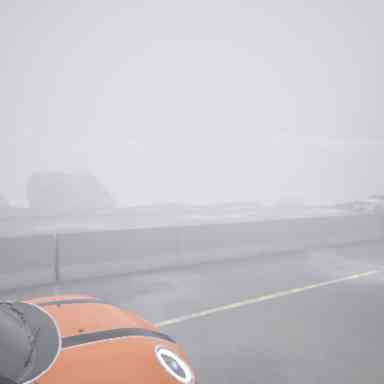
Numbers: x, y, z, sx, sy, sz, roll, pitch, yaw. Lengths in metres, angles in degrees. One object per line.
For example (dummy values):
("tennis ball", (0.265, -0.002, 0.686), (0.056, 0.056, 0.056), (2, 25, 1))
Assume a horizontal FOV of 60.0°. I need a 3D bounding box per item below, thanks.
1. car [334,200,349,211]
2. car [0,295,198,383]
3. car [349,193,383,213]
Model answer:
("car", (18.315, 1.477, 37.386), (4.718, 1.301, 1.895), (0, 0, -22))
("car", (-2.116, 1.343, 2.128), (4.553, 1.767, 2.097), (0, 0, -36))
("car", (19.287, 1.106, 34.004), (5.566, 2.045, 2.150), (-1, 0, -22))
